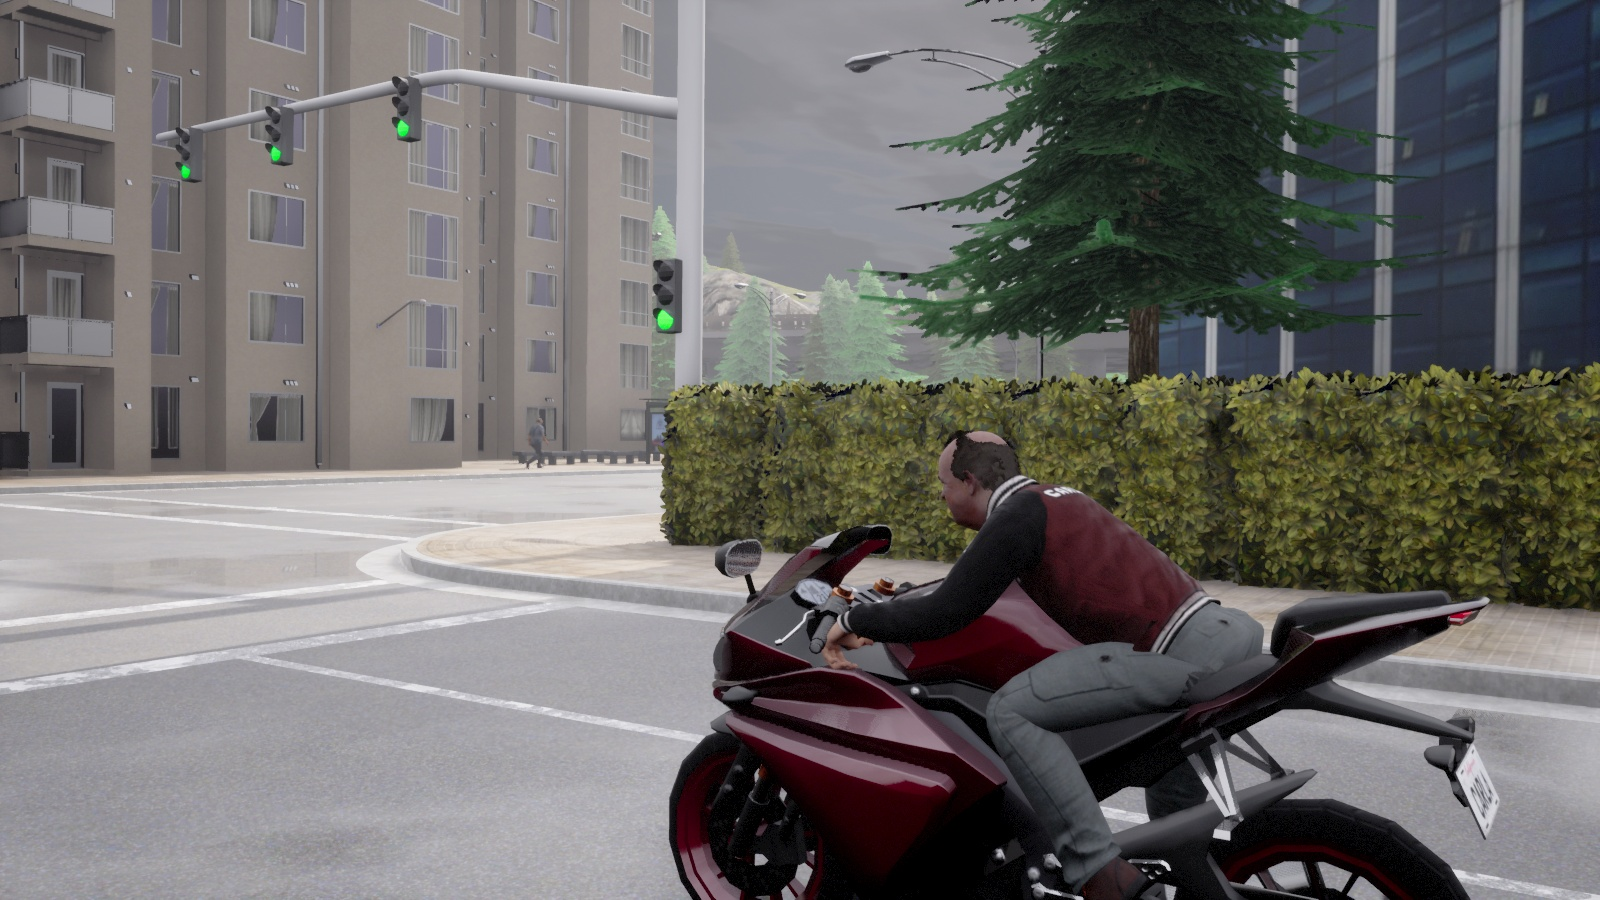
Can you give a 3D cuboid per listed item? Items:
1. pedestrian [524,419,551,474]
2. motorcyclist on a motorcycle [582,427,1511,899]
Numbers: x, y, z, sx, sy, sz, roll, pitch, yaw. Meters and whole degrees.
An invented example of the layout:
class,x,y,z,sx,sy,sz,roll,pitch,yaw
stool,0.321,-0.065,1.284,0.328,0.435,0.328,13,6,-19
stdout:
class,x,y,z,sx,sy,sz,roll,pitch,yaw
pedestrian,-8.938,-0.113,42.794,0.540,1.848,0.694,0,1,41
motorcyclist on a motorcycle,0.552,0.717,3.257,2.191,1.530,0.866,0,1,34
